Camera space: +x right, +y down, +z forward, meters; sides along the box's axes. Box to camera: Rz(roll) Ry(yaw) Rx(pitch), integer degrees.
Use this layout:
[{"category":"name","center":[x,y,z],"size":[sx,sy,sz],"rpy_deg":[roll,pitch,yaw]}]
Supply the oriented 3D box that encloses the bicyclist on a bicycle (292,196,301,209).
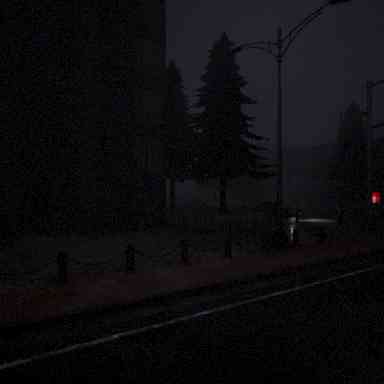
[{"category":"bicyclist on a bicycle","center":[11.496,1.316,36.649],"size":[1.656,1.620,0.582],"rpy_deg":[0,0,-37]}]

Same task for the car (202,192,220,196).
[{"category":"car","center":[5.199,1.112,92.455],"size":[1.932,1.855,4.605],"rpy_deg":[0,0,-37]}]

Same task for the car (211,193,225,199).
[{"category":"car","center":[7.287,1.092,94.517],"size":[1.905,1.878,3.866],"rpy_deg":[0,0,-37]}]

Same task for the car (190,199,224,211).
[{"category":"car","center":[1.881,1.616,43.086],"size":[1.895,1.301,4.718],"rpy_deg":[0,0,-37]}]

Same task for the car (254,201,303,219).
[{"category":"car","center":[7.558,1.541,29.486],"size":[1.812,1.442,4.674],"rpy_deg":[0,0,-38]}]

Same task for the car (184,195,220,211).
[{"category":"car","center":[1.354,1.493,37.674],"size":[1.882,1.535,5.008],"rpy_deg":[0,0,-37]}]
